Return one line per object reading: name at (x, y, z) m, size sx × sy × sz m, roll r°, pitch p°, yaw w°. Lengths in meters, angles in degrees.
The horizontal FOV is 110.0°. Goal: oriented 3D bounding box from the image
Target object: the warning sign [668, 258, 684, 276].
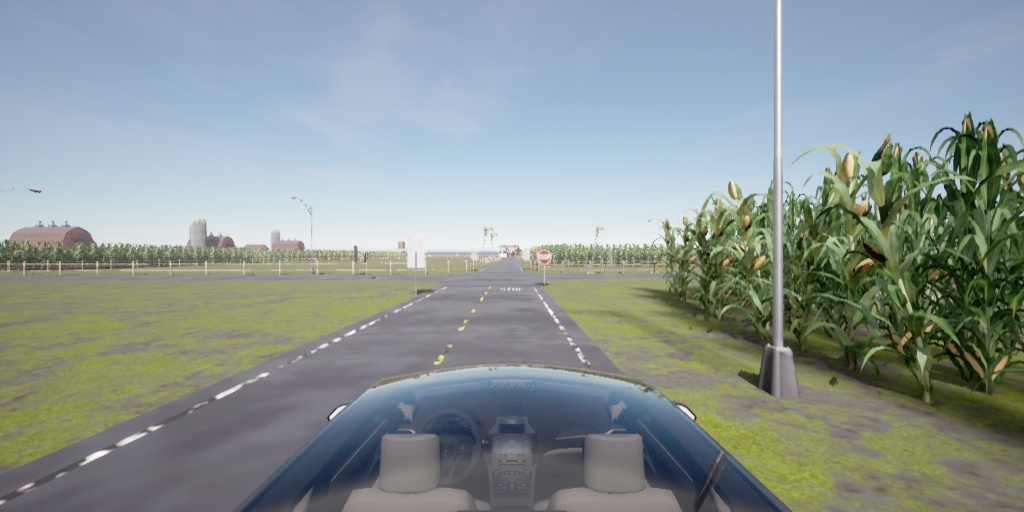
warning sign at (14.063, 0.851, 31.213) m, size 1.060 × 1.860 × 1.300 m, roll 0°, pitch 0°, yaw -6°
